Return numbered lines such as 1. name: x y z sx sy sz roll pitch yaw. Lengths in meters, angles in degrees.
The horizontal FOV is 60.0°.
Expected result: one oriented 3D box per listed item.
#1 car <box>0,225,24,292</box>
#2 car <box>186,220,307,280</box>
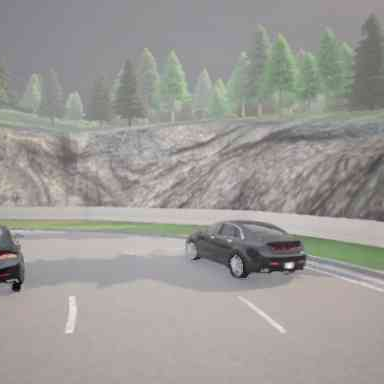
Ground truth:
1. car: -5.563 1.606 8.699 2.128 1.511 4.902 1 -1 -31
2. car: 1.435 1.646 10.640 1.837 1.490 4.892 2 -2 -25
